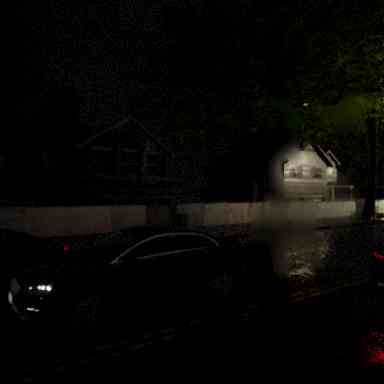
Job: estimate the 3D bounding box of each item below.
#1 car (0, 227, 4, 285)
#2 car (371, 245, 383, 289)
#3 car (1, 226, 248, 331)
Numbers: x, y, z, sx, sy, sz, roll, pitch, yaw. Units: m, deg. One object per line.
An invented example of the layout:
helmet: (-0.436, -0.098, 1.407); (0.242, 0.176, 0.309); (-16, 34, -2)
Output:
car: (-5.176, 1.565, 7.977); (4.181, 1.385, 1.994); (0, 0, -36)
car: (6.235, 1.508, 7.891); (5.008, 1.535, 1.882); (0, 0, -36)
car: (-1.012, 1.501, 6.956); (4.902, 1.511, 2.128); (0, 0, -36)
